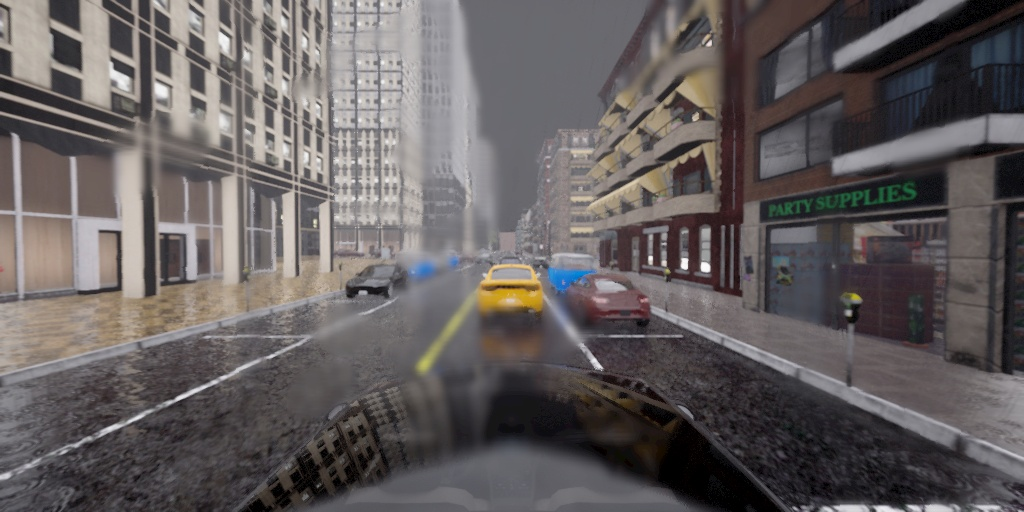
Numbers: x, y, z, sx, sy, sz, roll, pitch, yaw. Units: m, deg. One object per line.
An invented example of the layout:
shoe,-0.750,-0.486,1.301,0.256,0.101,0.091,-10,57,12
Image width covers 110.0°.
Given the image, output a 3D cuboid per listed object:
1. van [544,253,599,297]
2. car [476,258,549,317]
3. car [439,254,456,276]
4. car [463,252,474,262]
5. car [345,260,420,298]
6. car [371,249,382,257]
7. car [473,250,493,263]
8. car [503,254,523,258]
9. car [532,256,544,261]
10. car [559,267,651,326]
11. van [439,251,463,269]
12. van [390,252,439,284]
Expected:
van,2.601,0.777,16.110,1.690,1.789,3.998,0,0,0
car,-0.010,1.001,12.115,1.882,1.535,5.008,0,2,0
car,-5.850,0.747,27.352,2.007,1.370,4.403,0,0,0
car,-5.992,0.156,49.941,1.967,1.591,4.097,0,0,0
car,-5.779,1.006,16.058,1.948,1.339,4.313,0,0,0
car,-21.515,-0.438,60.601,4.097,1.591,1.967,0,0,0
car,-3.342,0.365,44.099,1.812,1.442,4.674,0,1,0
car,-0.106,0.771,26.046,2.033,1.411,5.357,0,1,0
car,2.495,0.623,33.051,2.007,1.370,4.403,0,0,0
car,2.636,1.141,10.463,1.802,1.307,4.207,0,0,0
van,-5.885,0.417,33.000,1.690,1.789,3.998,0,0,0
van,-5.815,0.659,21.705,1.690,1.789,3.998,0,0,0
